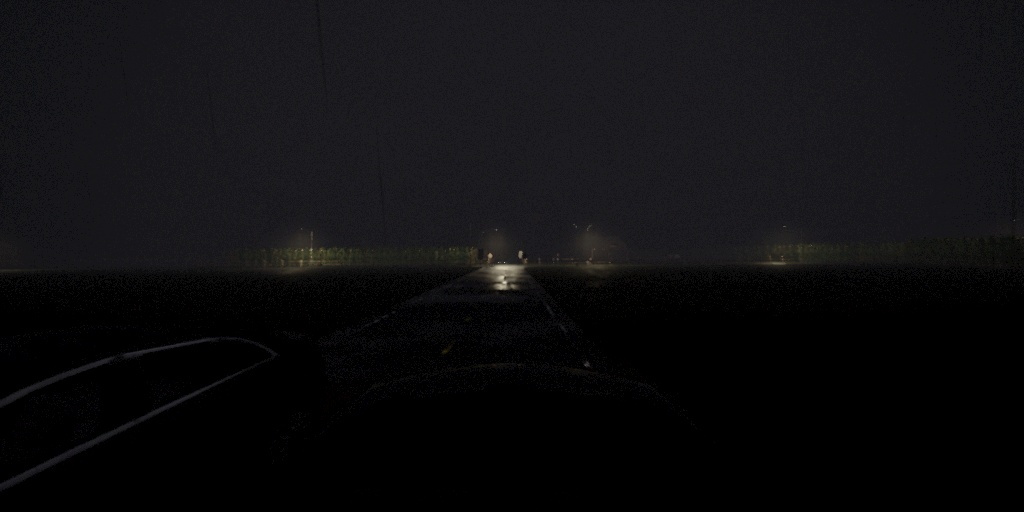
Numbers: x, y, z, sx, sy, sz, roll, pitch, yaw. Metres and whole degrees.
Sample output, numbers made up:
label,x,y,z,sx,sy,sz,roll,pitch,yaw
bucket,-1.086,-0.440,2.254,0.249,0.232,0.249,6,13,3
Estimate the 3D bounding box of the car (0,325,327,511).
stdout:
label,x,y,z,sx,sy,sz,roll,pitch,yaw
car,-2.849,1.241,1.774,2.128,1.511,4.902,0,0,0
